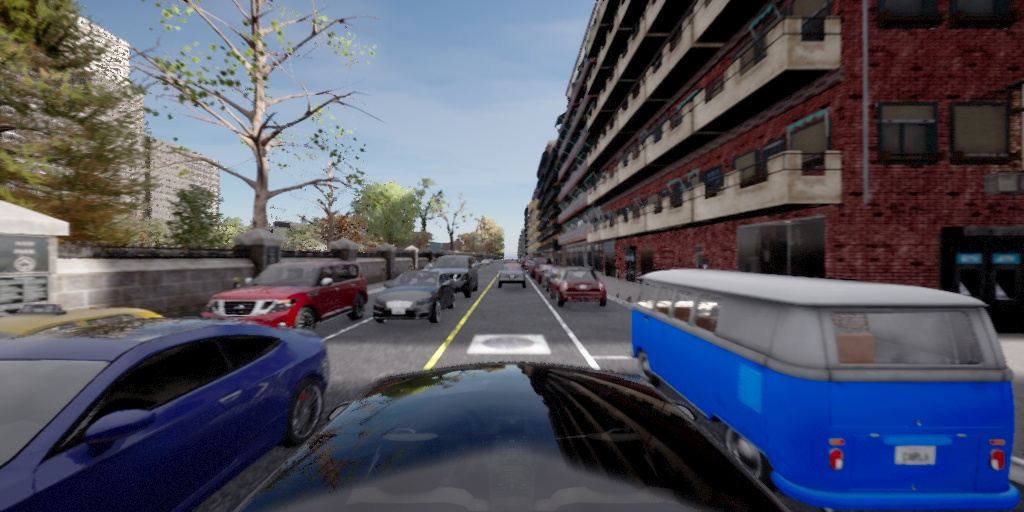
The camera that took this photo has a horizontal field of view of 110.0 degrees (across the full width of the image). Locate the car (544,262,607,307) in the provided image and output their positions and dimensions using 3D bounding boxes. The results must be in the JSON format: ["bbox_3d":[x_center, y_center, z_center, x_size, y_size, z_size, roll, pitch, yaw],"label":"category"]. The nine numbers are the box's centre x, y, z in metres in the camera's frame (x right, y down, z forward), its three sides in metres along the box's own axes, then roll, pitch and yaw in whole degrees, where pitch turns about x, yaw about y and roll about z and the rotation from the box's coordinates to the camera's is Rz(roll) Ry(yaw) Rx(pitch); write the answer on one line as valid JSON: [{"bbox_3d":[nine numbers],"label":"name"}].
[{"bbox_3d":[2.691,1.187,15.504,1.967,1.591,4.097,0,0,0],"label":"car"}]

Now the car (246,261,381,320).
[{"bbox_3d":[-5.690,1.063,9.873,2.192,1.841,5.009,0,0,0],"label":"car"}]

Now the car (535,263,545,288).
[{"bbox_3d":[2.690,1.299,21.134,2.007,1.370,4.403,0,0,0],"label":"car"}]

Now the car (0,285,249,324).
[{"bbox_3d":[-5.689,1.275,4.074,1.751,1.417,4.829,0,0,0],"label":"car"}]

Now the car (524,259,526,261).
[{"bbox_3d":[2.689,1.303,43.654,1.888,1.381,4.507,0,0,0],"label":"car"}]

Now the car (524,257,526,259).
[{"bbox_3d":[2.690,1.203,49.283,1.967,1.591,4.097,0,0,0],"label":"car"}]

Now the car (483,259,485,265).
[{"bbox_3d":[-5.691,1.321,54.913,2.007,1.370,4.403,0,0,0],"label":"car"}]

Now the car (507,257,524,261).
[{"bbox_3d":[0.084,1.110,43.930,2.097,1.767,4.553,0,0,0],"label":"car"}]

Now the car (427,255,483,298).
[{"bbox_3d":[-3.001,0.971,18.884,2.150,2.045,5.566,0,0,0],"label":"car"}]

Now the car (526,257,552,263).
[{"bbox_3d":[2.690,1.066,32.393,2.192,1.841,5.009,0,0,0],"label":"car"}]

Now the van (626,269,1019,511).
[{"bbox_3d":[2.691,1.090,4.243,1.690,1.789,3.998,0,0,0],"label":"van"}]

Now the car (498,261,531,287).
[{"bbox_3d":[0.027,1.297,24.322,2.033,1.411,5.357,0,0,1],"label":"car"}]

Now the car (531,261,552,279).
[{"bbox_3d":[2.690,1.295,26.763,1.888,1.381,4.507,0,0,0],"label":"car"}]

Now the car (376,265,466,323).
[{"bbox_3d":[-3.070,1.240,12.180,2.128,1.511,4.902,0,0,0],"label":"car"}]

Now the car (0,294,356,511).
[{"bbox_3d":[-3.083,1.276,2.557,1.812,1.442,4.674,0,0,0],"label":"car"}]
